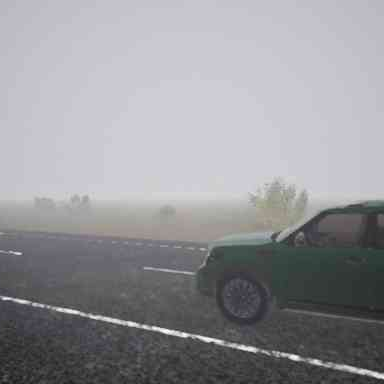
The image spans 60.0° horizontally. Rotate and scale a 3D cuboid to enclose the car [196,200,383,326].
[{"bbox_3d":[2.842,1.163,5.633,5.566,2.045,2.150,0,0,26],"label":"car"}]
